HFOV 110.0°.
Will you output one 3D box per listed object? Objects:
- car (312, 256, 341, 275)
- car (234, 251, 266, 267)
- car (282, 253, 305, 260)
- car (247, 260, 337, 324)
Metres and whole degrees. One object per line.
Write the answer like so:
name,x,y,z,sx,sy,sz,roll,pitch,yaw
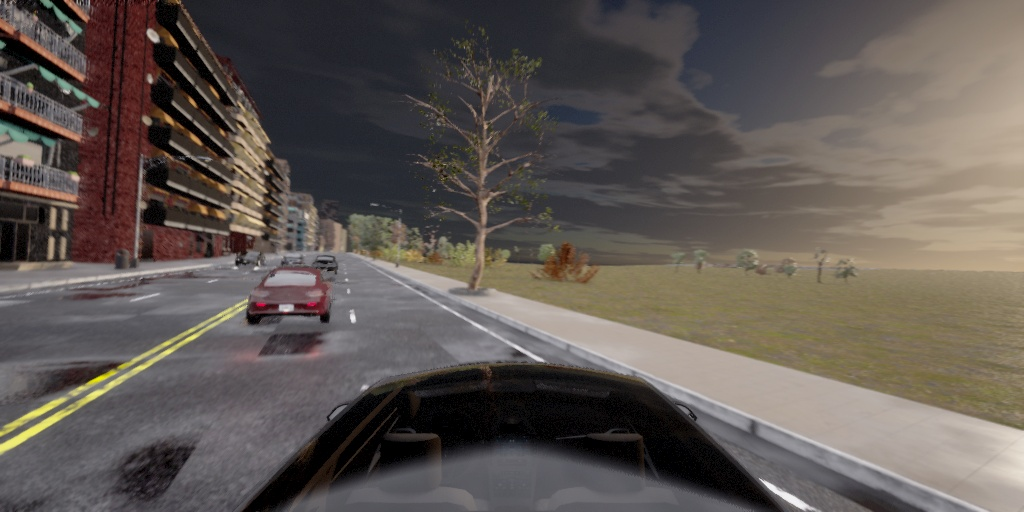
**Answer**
car,-15.094,0.699,29.096,1.837,1.490,4.892,3,0,-25
car,-24.988,0.248,34.406,1.837,1.490,4.892,3,-1,-25
car,-23.057,0.385,37.918,1.812,1.442,4.674,3,-1,-25
car,-6.339,1.023,10.611,1.812,1.442,4.674,3,0,-25
